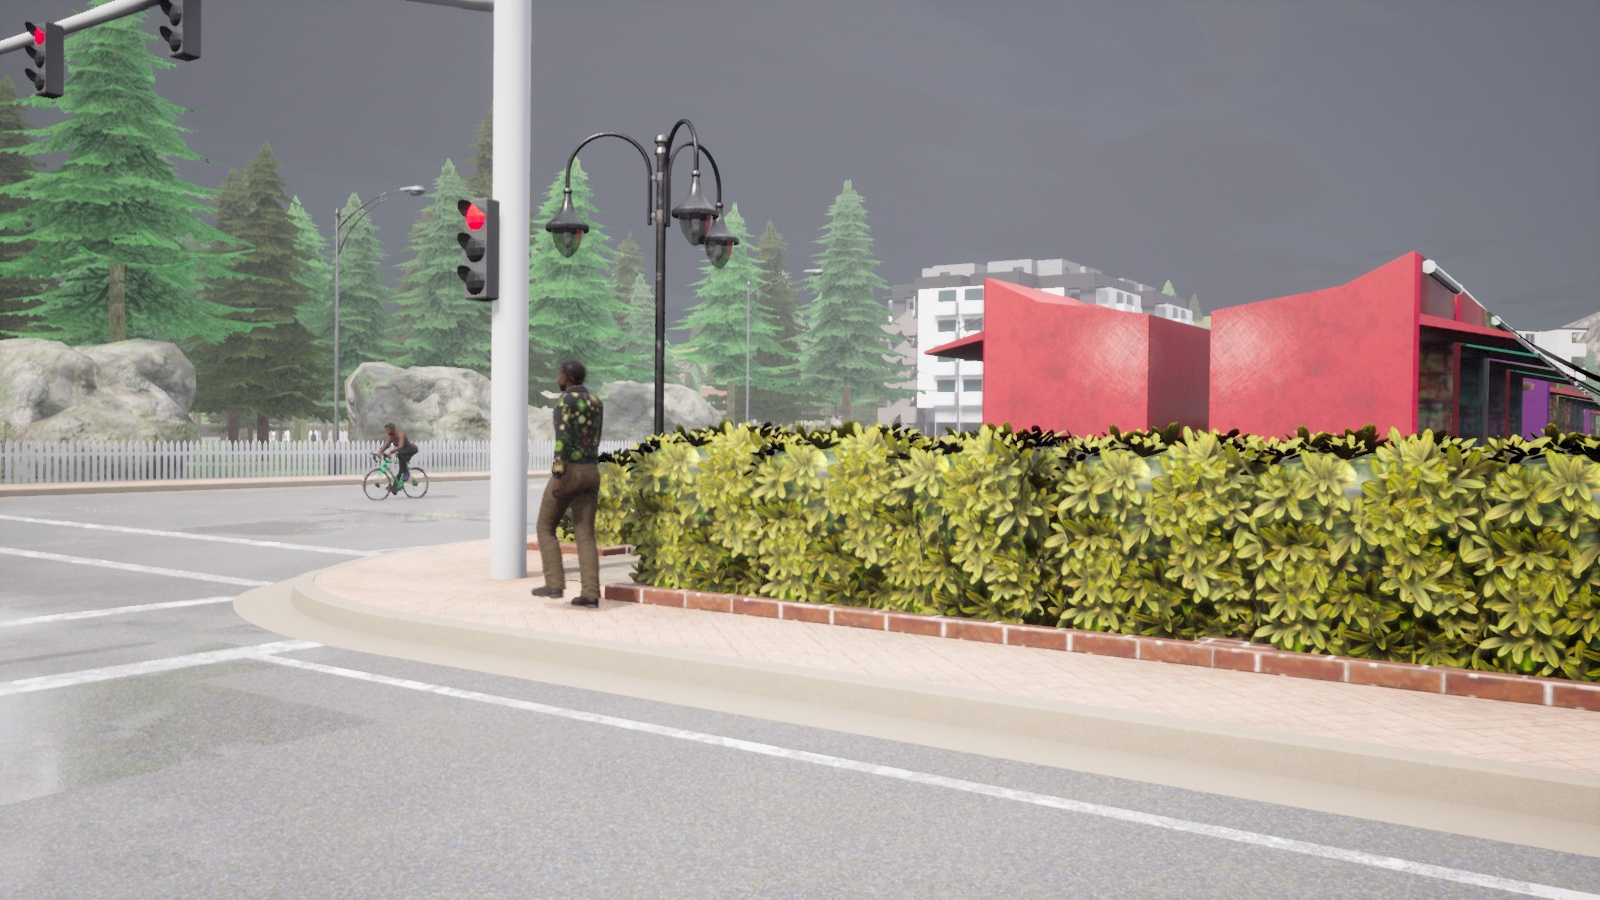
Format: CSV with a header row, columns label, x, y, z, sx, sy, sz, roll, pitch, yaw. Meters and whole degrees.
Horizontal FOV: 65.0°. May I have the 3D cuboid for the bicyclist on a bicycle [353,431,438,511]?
label,x,y,z,sx,sy,sz,roll,pitch,yaw
bicyclist on a bicycle,-8.449,0.414,26.277,0.582,1.620,1.656,0,2,34

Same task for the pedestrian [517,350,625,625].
label,x,y,z,sx,sy,sz,roll,pitch,yaw
pedestrian,-1.678,0.262,9.191,0.692,1.930,0.395,0,1,37
